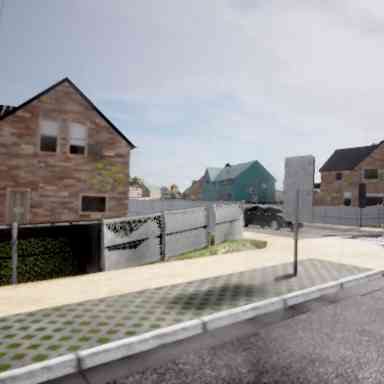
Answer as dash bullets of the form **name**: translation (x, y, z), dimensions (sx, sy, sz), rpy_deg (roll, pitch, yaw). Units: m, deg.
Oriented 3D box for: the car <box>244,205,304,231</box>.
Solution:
- **car**: translation (4.894, 1.627, 21.220), dimensions (1.837, 1.490, 4.892), rpy_deg (3, -2, -29)
